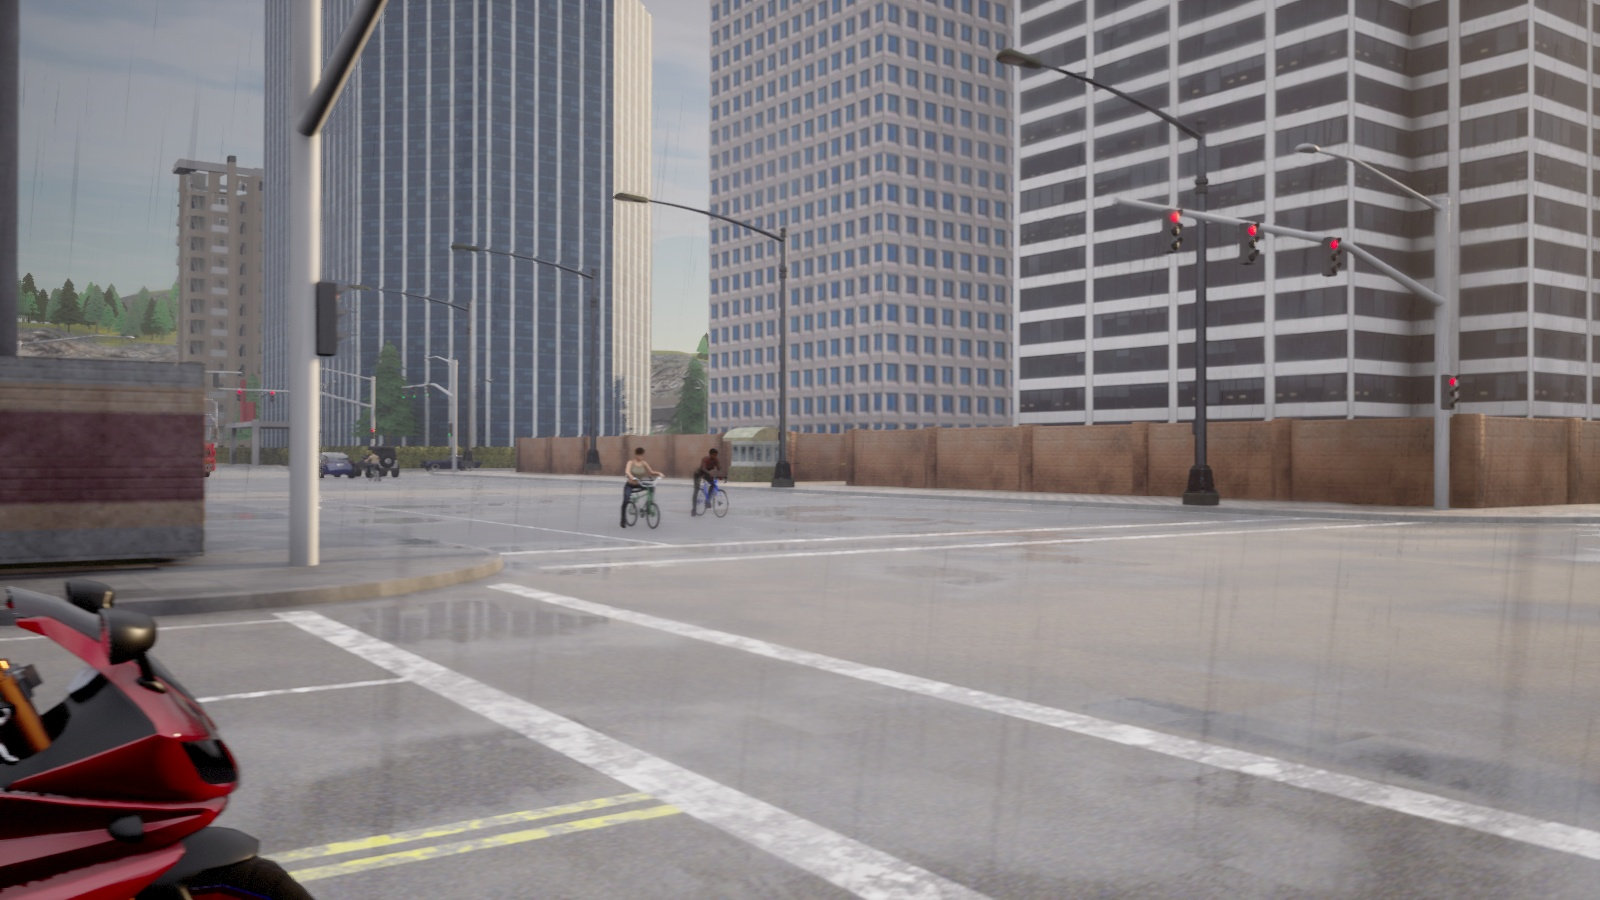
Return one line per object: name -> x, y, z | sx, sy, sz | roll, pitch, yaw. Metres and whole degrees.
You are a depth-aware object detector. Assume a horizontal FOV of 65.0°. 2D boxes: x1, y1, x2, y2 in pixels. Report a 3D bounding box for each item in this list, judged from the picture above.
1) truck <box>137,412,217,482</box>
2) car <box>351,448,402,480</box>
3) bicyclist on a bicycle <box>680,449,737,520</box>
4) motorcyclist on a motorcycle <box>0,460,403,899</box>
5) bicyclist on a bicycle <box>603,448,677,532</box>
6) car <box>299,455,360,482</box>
truck -> -36.416, -0.144, 73.218 | 2.891, 3.827, 8.468 | 0, 0, -35
car -> -25.731, 0.817, 76.257 | 1.905, 1.878, 3.866 | 0, 0, -35
bicyclist on a bicycle -> -2.173, 0.799, 29.693 | 0.582, 1.620, 1.656 | 0, 0, -35
motorcyclist on a motorcycle -> -1.959, 0.789, 2.295 | 2.191, 1.530, 0.866 | 0, 0, -35
bicyclist on a bicycle -> -3.200, 0.768, 25.022 | 0.866, 1.612, 1.509 | 0, 0, -34
car -> -26.976, 1.008, 71.903 | 2.163, 1.488, 4.792 | 0, 0, -35
